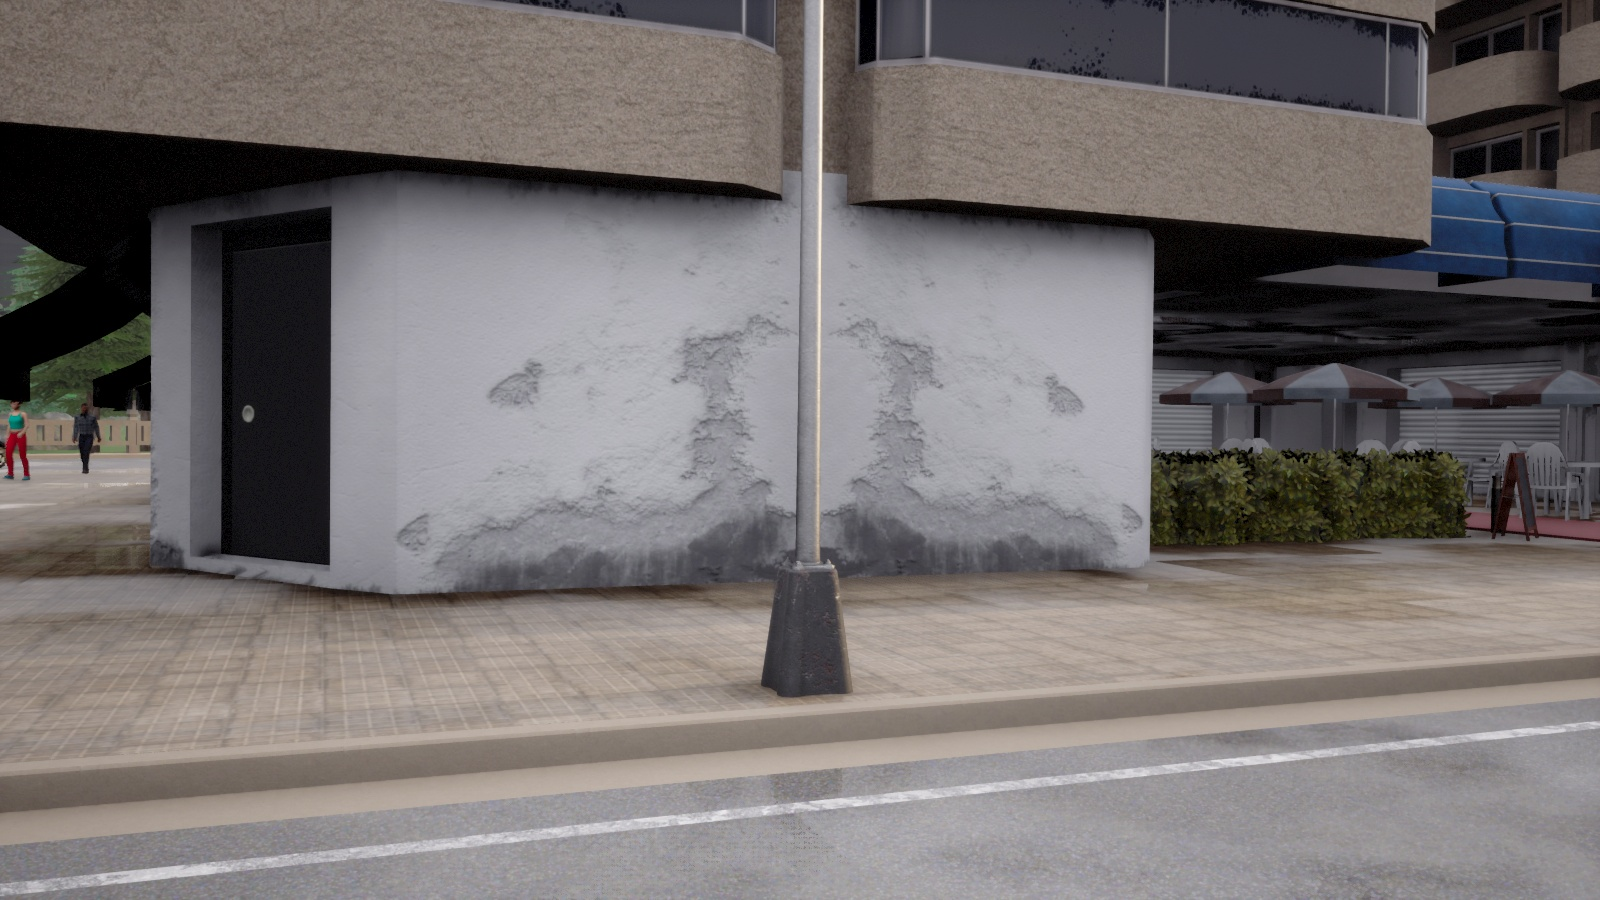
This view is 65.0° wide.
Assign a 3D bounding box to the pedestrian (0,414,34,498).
[{"bbox_3d":[-17.359,0.132,27.810,0.345,1.836,0.594,-1,1,5],"label":"pedestrian"}]

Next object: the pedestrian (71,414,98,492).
[{"bbox_3d":[-18.049,0.072,31.689,0.423,1.949,0.788,-1,1,-20],"label":"pedestrian"}]

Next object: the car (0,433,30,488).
[{"bbox_3d":[-25.648,0.349,36.942,2.033,1.649,4.856,0,1,19],"label":"car"}]
